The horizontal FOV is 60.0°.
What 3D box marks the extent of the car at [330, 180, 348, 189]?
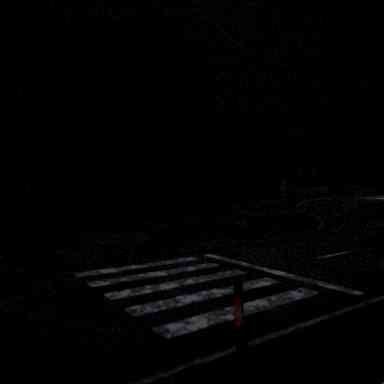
[{"bbox_3d":[26.770,-1.396,60.898,1.882,1.535,5.008,-3,1,5],"label":"car"}]
